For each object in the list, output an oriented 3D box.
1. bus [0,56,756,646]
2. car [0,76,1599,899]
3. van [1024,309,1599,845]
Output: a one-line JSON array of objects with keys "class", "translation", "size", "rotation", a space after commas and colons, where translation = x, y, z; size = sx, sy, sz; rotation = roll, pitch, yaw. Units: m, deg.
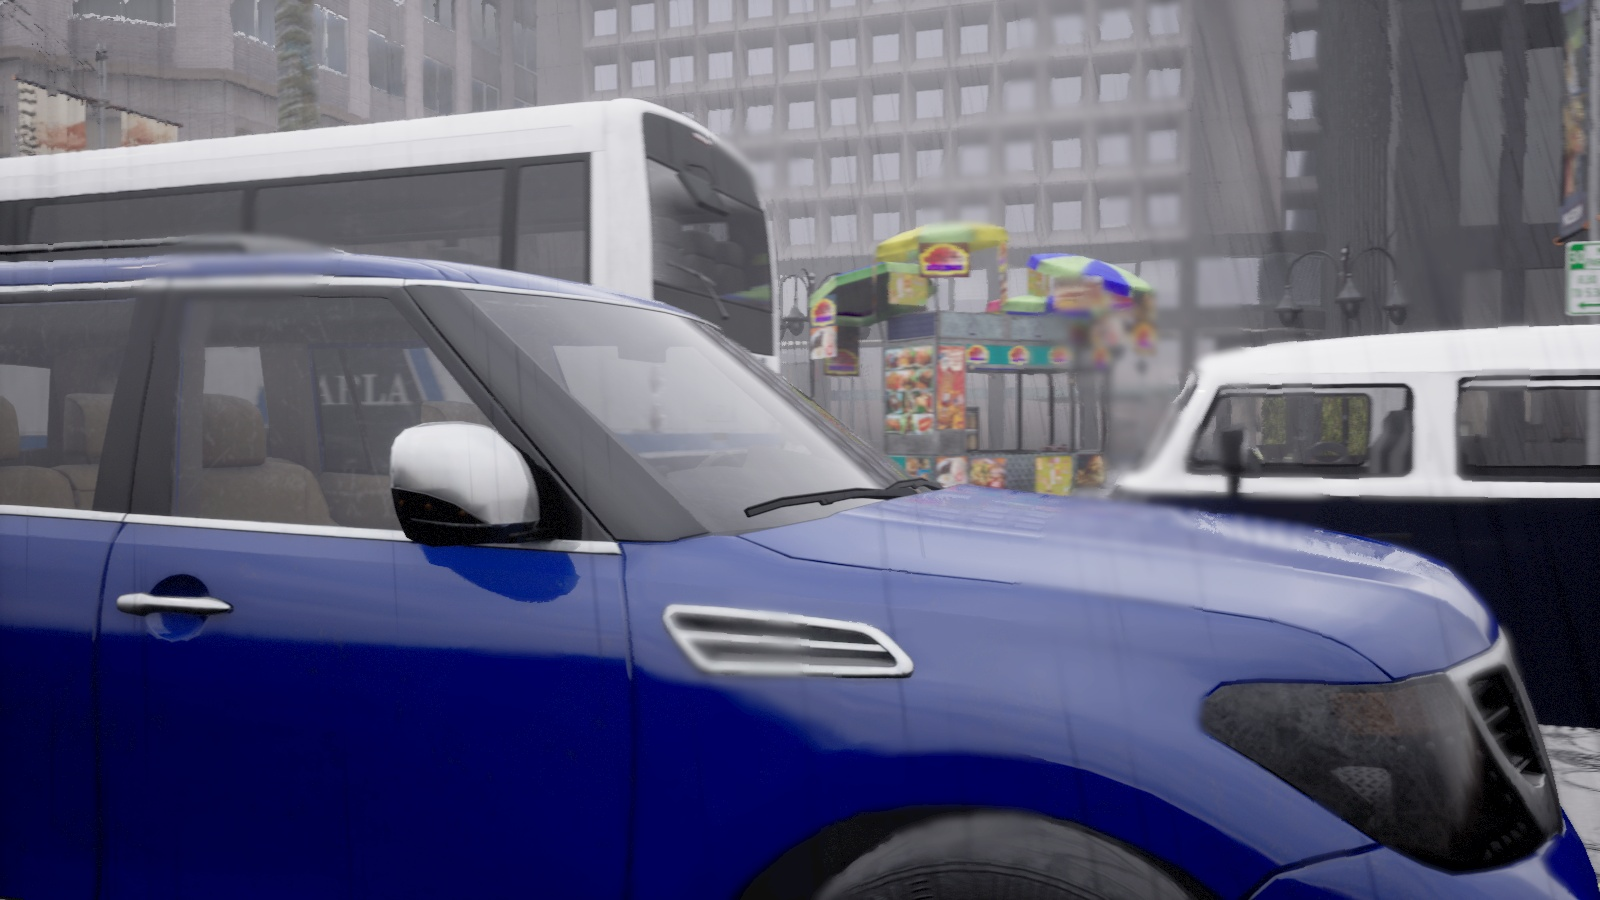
[{"class": "bus", "translation": [-5.952, -0.772, 12.560], "size": [10.273, 4.253, 3.944], "rotation": [0, 1, 19]}, {"class": "car", "translation": [-1.049, 0.485, 3.542], "size": [5.566, 2.045, 2.150], "rotation": [1, 1, 19]}, {"class": "van", "translation": [3.433, 0.471, 5.726], "size": [4.480, 2.038, 2.069], "rotation": [1, 1, 19]}]
